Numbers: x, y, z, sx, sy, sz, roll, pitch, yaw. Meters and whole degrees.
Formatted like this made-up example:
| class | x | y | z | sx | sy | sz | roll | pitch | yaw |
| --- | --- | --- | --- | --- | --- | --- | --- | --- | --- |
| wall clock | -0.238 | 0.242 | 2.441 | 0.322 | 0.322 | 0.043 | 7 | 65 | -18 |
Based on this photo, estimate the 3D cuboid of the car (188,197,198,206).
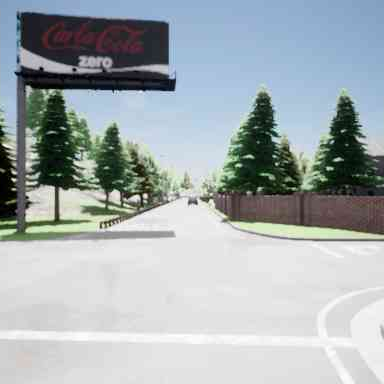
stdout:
| class | x | y | z | sx | sy | sz | roll | pitch | yaw |
| --- | --- | --- | --- | --- | --- | --- | --- | --- | --- |
| car | 0.169 | 1.815 | 67.734 | 2.097 | 1.767 | 4.553 | 0 | 0 | 0 |
